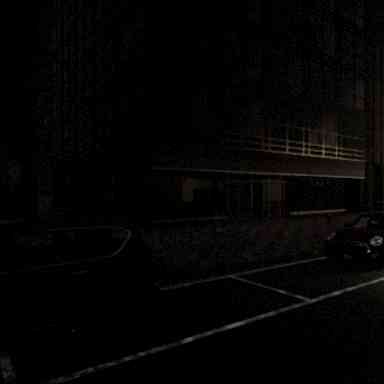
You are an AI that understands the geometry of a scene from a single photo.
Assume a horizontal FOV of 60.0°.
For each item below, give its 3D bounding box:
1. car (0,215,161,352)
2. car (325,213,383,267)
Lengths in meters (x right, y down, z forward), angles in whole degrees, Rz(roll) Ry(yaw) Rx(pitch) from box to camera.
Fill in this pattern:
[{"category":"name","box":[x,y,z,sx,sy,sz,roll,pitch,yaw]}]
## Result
[{"category":"car","box":[-2.831,1.316,4.747,5.009,1.841,2.192,0,0,-36]},{"category":"car","box":[6.352,1.450,11.298,4.097,1.590,1.967,0,0,-36]}]
